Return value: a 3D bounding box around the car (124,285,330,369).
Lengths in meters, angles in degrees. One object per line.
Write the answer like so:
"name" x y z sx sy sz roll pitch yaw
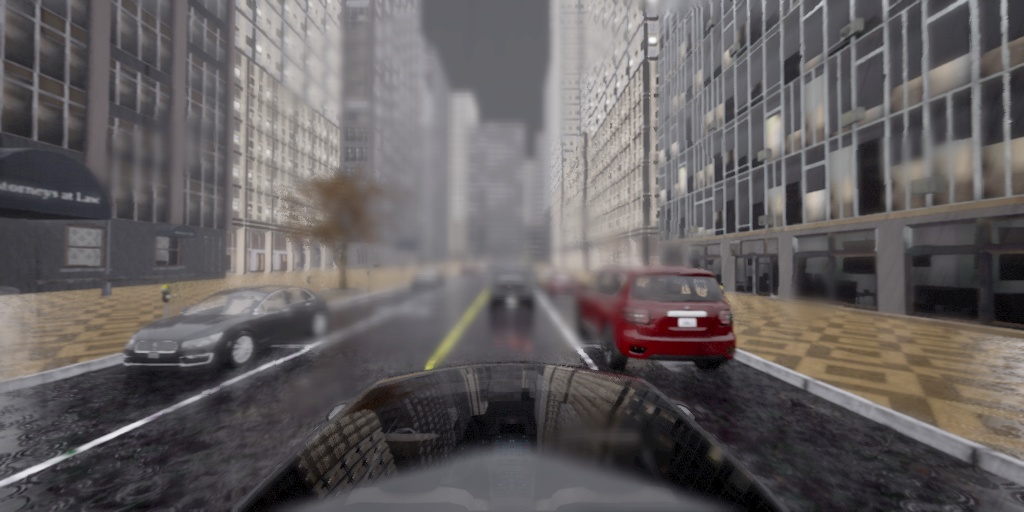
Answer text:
"car" -5.692 1.366 7.872 2.007 1.370 4.403 0 0 0

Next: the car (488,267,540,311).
"car" 0.014 1.402 15.353 1.837 1.490 4.892 0 0 0

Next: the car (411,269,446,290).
"car" -5.698 1.545 24.799 2.007 1.370 4.403 0 0 0

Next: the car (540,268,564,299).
"car" 2.685 1.518 19.180 1.802 1.307 4.207 0 0 0

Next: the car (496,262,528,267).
"car" 0.008 1.546 30.349 2.128 1.511 4.902 0 0 0

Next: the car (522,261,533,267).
"car" 2.670 1.895 58.668 2.007 1.370 4.403 0 0 0

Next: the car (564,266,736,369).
"car" 2.690 1.131 7.898 2.192 1.841 5.009 0 0 0

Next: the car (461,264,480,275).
"car" -5.706 1.773 47.369 1.888 1.381 4.507 0 0 0
